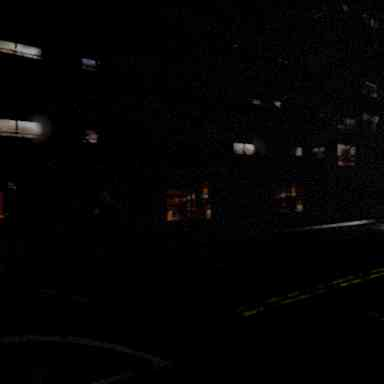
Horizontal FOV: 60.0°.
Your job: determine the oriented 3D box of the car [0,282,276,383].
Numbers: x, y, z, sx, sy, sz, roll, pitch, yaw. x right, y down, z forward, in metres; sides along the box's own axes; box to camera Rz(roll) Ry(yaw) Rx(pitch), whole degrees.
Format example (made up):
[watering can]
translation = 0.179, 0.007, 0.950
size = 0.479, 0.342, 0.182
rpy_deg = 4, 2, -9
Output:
[car]
translation = -1.446, 1.491, 2.408
size = 4.902, 1.511, 2.128
rpy_deg = 0, 0, -35
